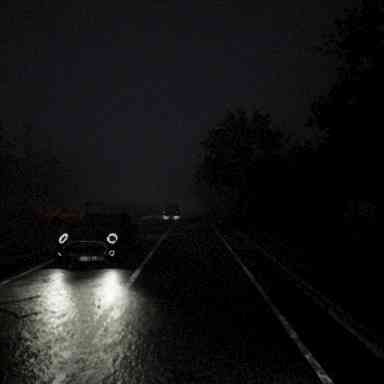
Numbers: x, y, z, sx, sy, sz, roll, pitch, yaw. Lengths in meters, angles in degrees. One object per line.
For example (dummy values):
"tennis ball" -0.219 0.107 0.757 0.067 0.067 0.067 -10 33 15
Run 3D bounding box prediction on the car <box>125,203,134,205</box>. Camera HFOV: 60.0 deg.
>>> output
"car" -10.243 2.182 39.918 5.566 2.045 2.435 0 -2 0

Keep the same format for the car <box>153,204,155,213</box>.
"car" -10.251 3.510 64.876 4.792 1.488 2.163 0 -3 0

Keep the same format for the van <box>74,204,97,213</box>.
"van" -23.402 3.707 73.220 4.442 1.987 1.878 0 -3 0

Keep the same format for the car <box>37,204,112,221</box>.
"car" -10.108 2.015 28.826 5.366 1.575 1.946 0 -2 0

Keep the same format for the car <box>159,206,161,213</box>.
"car" -10.194 4.093 75.939 5.008 1.535 2.097 0 -3 0

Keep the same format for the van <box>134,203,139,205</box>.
"van" -10.371 2.556 48.238 4.442 1.987 1.878 0 -2 0

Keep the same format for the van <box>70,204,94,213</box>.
"van" -23.407 3.554 70.579 4.442 1.987 1.878 0 -3 0

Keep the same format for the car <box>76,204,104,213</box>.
"car" -23.251 3.843 75.987 5.566 2.045 2.435 0 -3 0

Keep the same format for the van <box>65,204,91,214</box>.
"van" -23.179 3.386 67.681 4.442 1.987 1.878 0 -3 0

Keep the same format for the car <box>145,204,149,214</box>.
"car" -10.208 3.161 56.547 4.792 1.488 2.163 0 -2 0

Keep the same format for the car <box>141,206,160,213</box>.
"car" -10.157 4.290 81.489 4.553 1.767 2.185 0 -3 0

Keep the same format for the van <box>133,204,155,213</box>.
"van" -10.094 3.546 70.409 4.442 1.987 1.878 0 -3 0

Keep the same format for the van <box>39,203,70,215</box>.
"van" -23.435 2.913 56.760 4.442 1.987 1.878 0 -2 0

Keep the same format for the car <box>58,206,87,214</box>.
"car" -23.306 3.486 65.053 5.008 1.535 2.097 0 -2 0

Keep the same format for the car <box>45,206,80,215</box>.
"car" -23.128 3.251 59.519 5.366 1.575 1.946 0 -2 0

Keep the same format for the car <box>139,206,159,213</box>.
"car" -10.163 4.129 78.718 4.553 1.767 2.185 0 -3 0

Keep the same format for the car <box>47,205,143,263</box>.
"car" -3.331 1.513 12.532 2.097 1.767 4.553 0 -1 0

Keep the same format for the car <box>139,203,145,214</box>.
"car" -10.255 2.898 51.003 5.008 1.535 2.097 0 -2 0

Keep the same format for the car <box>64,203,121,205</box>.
"car" -10.289 2.211 34.364 5.008 1.535 2.097 0 -2 0

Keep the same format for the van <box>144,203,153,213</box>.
"van" -10.110 3.138 62.107 4.442 1.987 1.878 0 -2 0

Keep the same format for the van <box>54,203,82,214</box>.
"van" -23.190 3.145 62.294 4.442 1.987 1.878 0 -2 0

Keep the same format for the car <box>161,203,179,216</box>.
"car" -3.244 2.730 53.228 2.150 2.045 5.566 0 -2 0

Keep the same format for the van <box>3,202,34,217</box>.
"van" -23.462 2.332 42.921 4.442 1.987 1.878 0 -2 0

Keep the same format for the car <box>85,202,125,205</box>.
"car" -10.308 2.194 37.143 4.553 1.767 2.185 0 -2 0

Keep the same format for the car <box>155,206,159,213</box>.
"car" -10.244 3.360 67.639 5.566 2.045 2.435 0 -3 0

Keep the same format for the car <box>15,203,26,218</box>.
"car" -23.344 2.443 40.143 4.892 1.521 2.231 0 -2 0

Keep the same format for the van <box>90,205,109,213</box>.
"van" -23.379 4.350 84.282 4.442 1.987 1.878 0 -3 0

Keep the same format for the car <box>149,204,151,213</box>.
"car" -10.235 3.287 59.322 4.674 1.452 2.002 0 -2 0

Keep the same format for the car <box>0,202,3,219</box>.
"car" -23.389 1.966 34.622 5.566 2.045 2.435 0 -2 0

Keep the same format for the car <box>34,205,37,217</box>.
"car" -23.308 2.548 45.684 4.553 1.767 2.185 0 -2 0

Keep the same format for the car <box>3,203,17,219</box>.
"car" -23.171 2.325 37.378 5.366 1.575 1.946 0 -2 0

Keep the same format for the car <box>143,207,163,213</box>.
"car" -10.171 4.738 87.025 4.892 1.521 2.231 0 -3 0
